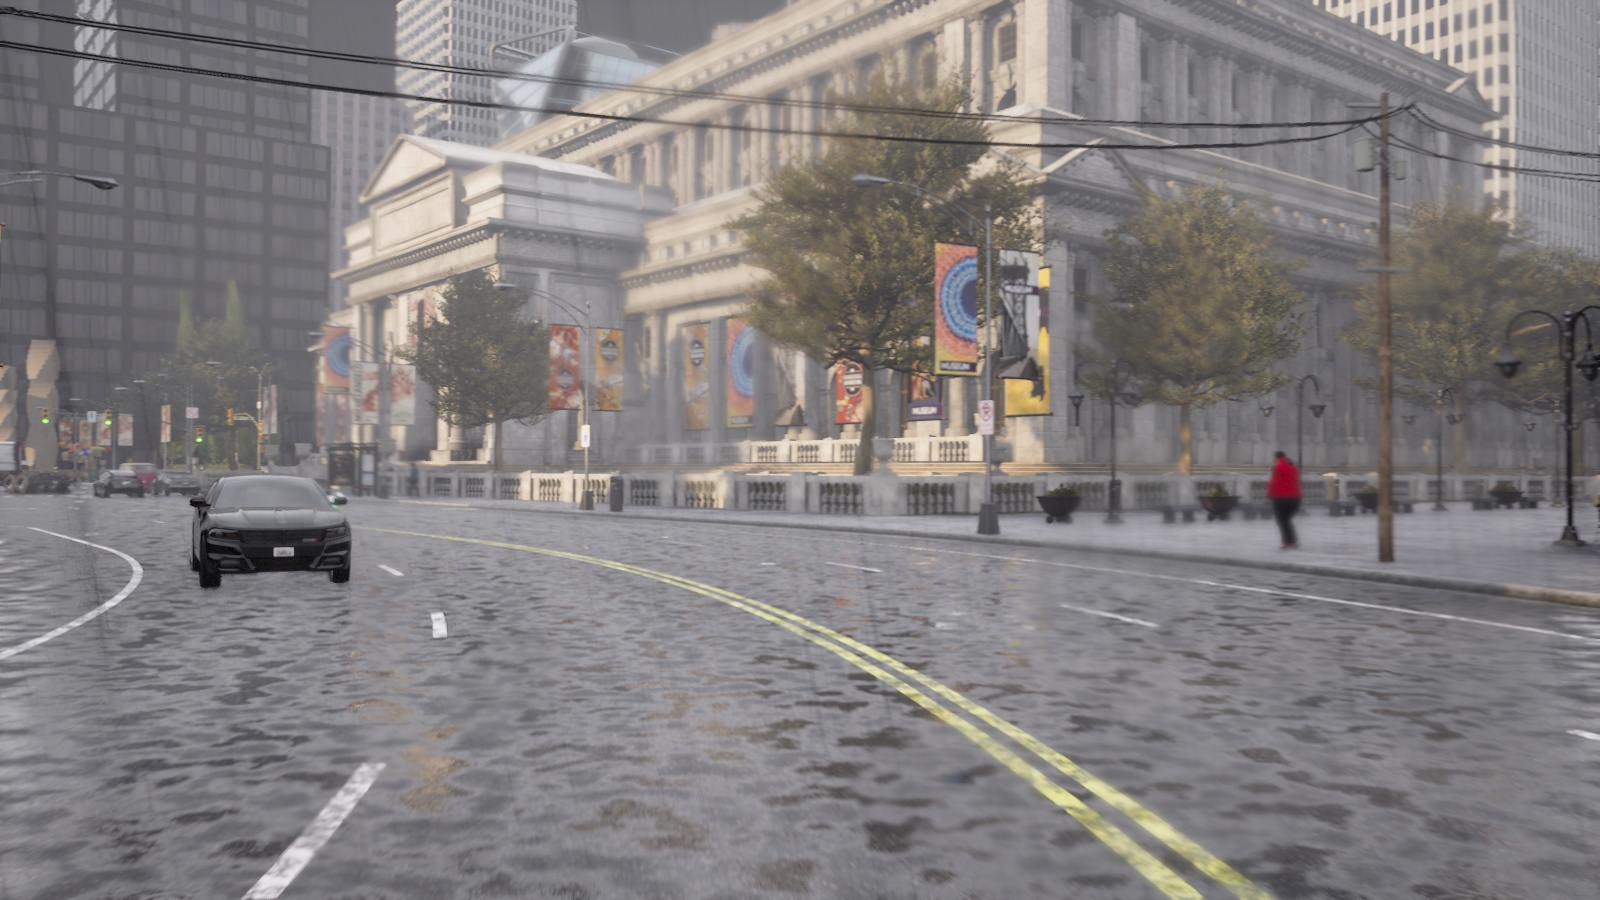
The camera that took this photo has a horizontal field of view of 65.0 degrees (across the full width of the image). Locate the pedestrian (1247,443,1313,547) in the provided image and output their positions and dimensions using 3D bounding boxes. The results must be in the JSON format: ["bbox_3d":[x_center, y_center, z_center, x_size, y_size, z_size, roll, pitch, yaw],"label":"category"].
[{"bbox_3d":[8.720,0.809,22.810,0.634,1.844,0.899,0,-1,-31],"label":"pedestrian"}]

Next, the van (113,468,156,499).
[{"bbox_3d":[-44.353,2.193,83.630,1.775,1.987,4.442,0,-1,-38],"label":"van"}]

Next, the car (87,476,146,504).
[{"bbox_3d":[-38.193,2.183,70.121,2.163,1.488,4.792,0,-1,-38],"label":"car"}]

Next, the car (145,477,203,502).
[{"bbox_3d":[-37.205,2.299,74.528,2.033,1.411,5.357,0,-1,-38],"label":"car"}]

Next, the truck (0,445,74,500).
[{"bbox_3d":[-51.173,1.461,81.714,7.936,3.462,2.891,-1,-1,26],"label":"truck"}]

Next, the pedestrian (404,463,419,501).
[{"bbox_3d":[-20.011,1.657,64.721,0.423,1.949,0.788,1,-1,-44],"label":"pedestrian"}]

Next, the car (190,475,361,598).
[{"bbox_3d":[-7.824,1.141,18.438,1.882,1.535,5.008,0,-1,-28],"label":"car"}]

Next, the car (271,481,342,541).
[{"bbox_3d":[-11.719,1.430,29.924,1.481,1.376,2.207,1,-2,-20],"label":"car"}]
